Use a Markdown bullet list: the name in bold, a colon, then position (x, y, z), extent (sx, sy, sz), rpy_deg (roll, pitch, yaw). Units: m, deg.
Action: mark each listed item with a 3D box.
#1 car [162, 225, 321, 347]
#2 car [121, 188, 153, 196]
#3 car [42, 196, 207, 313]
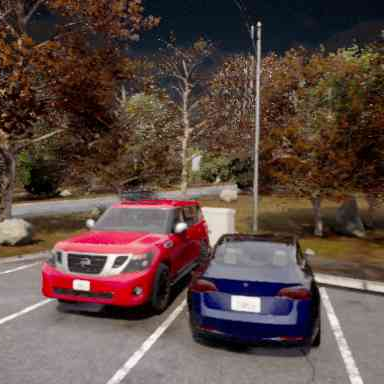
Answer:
- **car**: position (1.317, 1.514, 6.521), extent (2.163, 1.488, 4.792), rpy_deg (0, -1, 16)
- **car**: position (-5.944, 0.210, 36.784), extent (1.994, 1.385, 4.181), rpy_deg (2, 4, 37)
- **car**: position (-1.085, 1.231, 8.177), extent (2.435, 2.045, 5.566), rpy_deg (1, -1, 16)
